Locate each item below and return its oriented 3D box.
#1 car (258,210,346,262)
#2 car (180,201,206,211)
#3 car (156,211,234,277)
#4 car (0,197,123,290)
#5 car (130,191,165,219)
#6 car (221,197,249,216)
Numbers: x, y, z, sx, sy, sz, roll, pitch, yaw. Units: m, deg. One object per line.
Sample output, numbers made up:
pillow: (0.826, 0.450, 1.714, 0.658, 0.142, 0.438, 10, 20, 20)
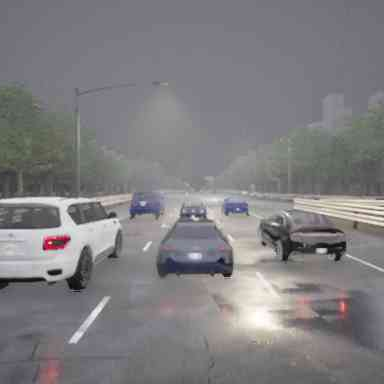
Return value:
car: (3.587, 1.380, 11.613, 2.128, 1.511, 4.902, 0, 1, 0)
car: (0.091, 1.327, 25.151, 1.895, 1.301, 4.718, 0, 1, 0)
car: (0.083, 1.469, 9.904, 1.994, 1.385, 4.181, 0, 1, 0)
car: (-3.422, 1.134, 8.970, 2.150, 2.045, 5.566, 0, 0, 0)
car: (-3.406, 0.935, 25.946, 2.150, 2.045, 5.566, 0, 1, 0)
car: (3.601, 1.157, 28.432, 1.882, 1.535, 5.008, 0, 1, 0)
